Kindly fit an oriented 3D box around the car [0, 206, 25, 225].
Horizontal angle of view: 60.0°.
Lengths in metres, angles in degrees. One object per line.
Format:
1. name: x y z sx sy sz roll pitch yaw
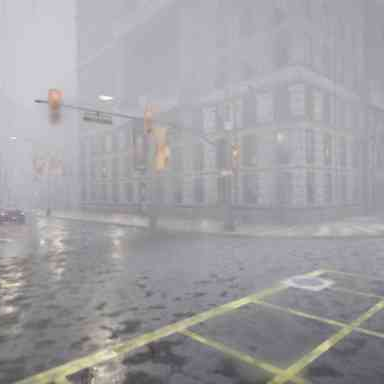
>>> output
1. car: -15.034 1.830 27.019 1.812 1.442 4.674 -1 0 -44
